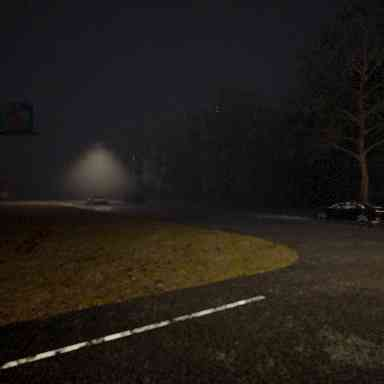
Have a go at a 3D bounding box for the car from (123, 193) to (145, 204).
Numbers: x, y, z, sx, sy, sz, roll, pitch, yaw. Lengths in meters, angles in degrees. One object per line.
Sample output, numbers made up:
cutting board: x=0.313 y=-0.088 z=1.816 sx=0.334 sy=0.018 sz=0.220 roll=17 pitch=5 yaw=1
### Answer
car: x=-9.255 y=1.012 z=52.653 sx=2.097 sy=1.767 sz=4.553 roll=0 pitch=0 yaw=-34

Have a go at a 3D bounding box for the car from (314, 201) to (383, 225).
car: x=10.847 y=1.384 z=22.956 sx=2.128 sy=1.511 sz=4.902 roll=0 pitch=0 yaw=-34

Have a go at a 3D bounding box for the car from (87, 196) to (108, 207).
car: x=-13.064 y=1.225 z=45.748 sx=1.812 sy=1.442 sz=4.674 roll=0 pitch=0 yaw=-34
